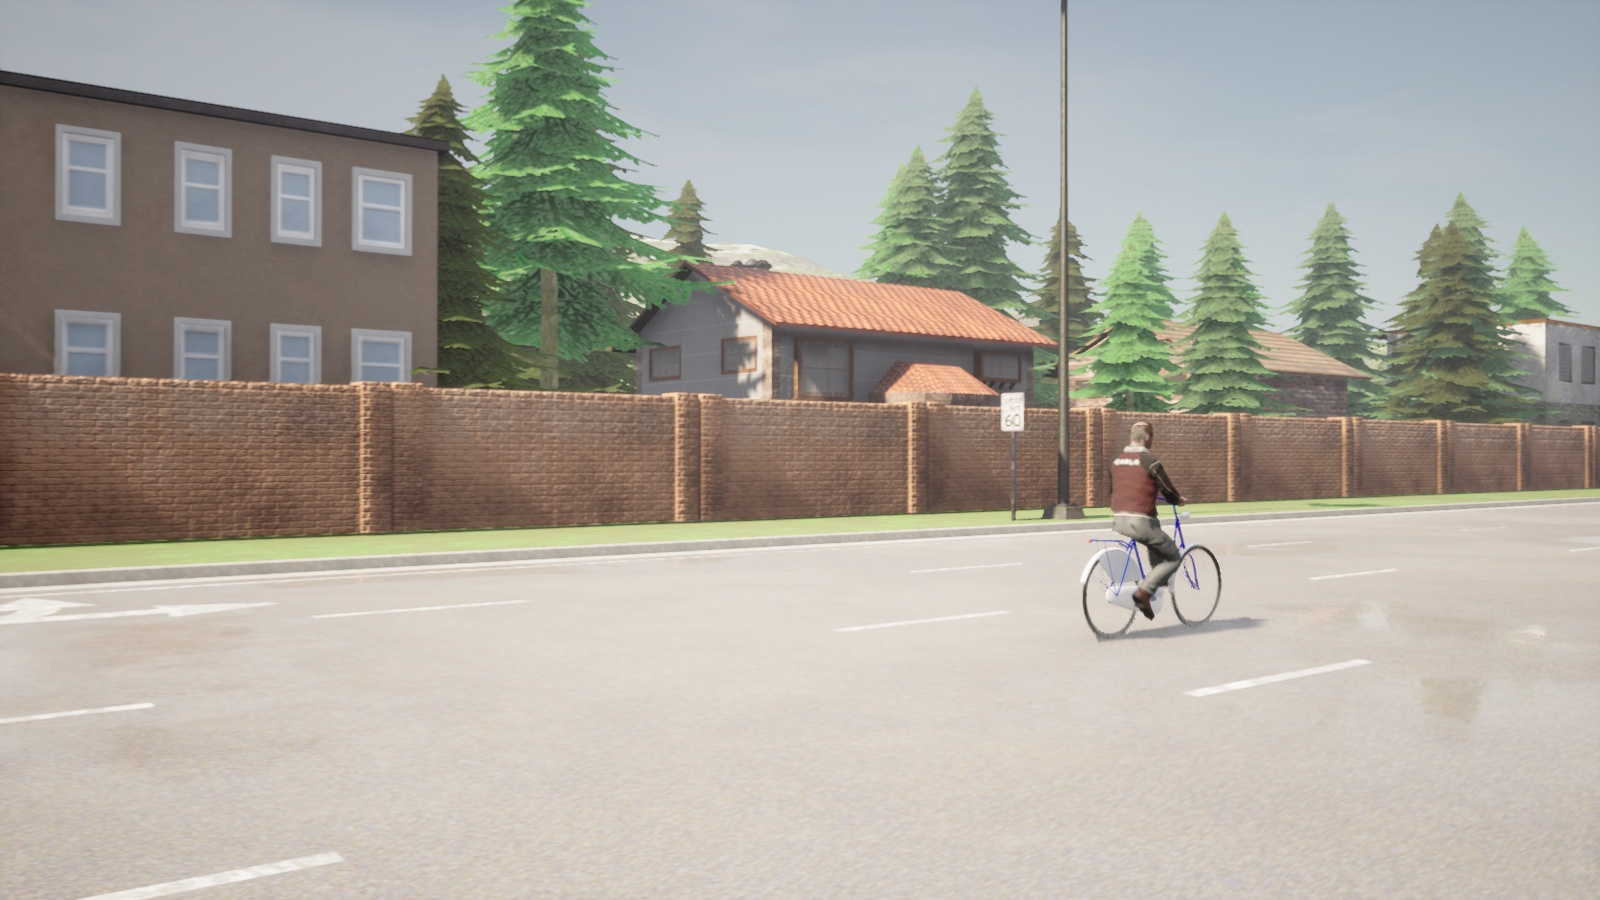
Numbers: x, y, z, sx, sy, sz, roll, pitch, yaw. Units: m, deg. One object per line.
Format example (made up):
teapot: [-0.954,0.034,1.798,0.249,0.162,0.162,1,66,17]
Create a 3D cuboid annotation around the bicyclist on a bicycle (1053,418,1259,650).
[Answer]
bicyclist on a bicycle: [2.976,0.639,10.412,1.843,1.776,0.659,0,0,-37]
